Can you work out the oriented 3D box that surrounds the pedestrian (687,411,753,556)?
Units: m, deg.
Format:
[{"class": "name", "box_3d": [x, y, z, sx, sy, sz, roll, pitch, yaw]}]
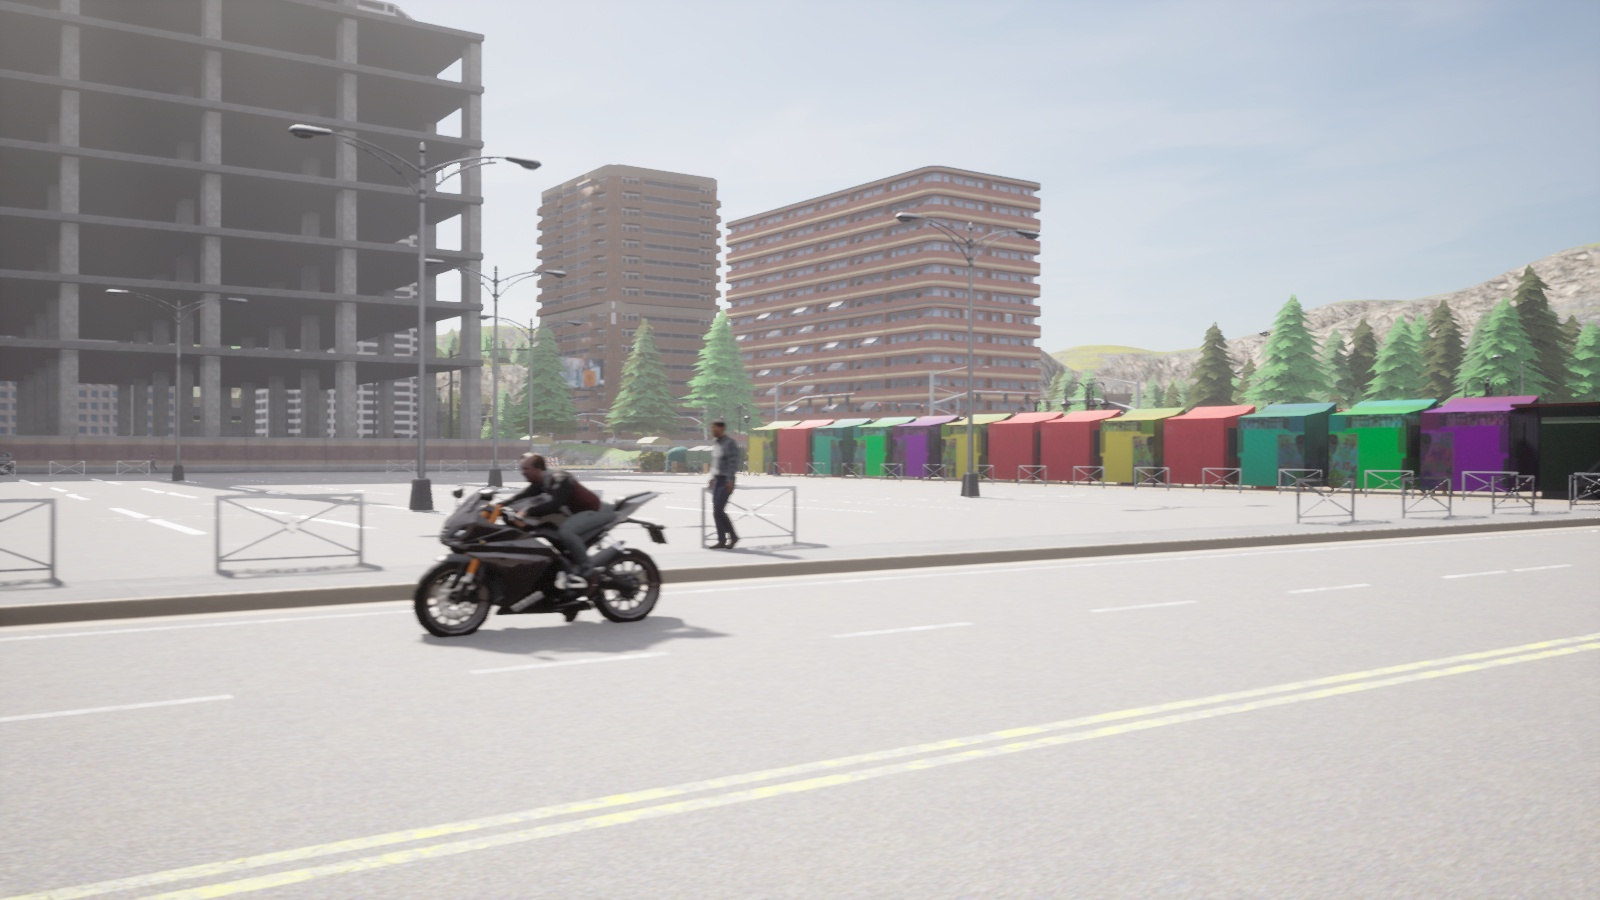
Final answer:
[{"class": "pedestrian", "box_3d": [-1.096, 0.446, 17.237, 0.788, 1.949, 0.423, 0, 0, -35]}]

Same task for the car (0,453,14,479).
[{"class": "car", "box_3d": [-48.815, 0.942, 74.445, 3.705, 1.549, 1.789, 0, 0, -35]}]

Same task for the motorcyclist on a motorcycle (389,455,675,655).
[{"class": "motorcyclist on a motorcycle", "box_3d": [-2.234, 0.809, 10.597, 2.191, 1.530, 0.866, 0, 0, -34]}]
